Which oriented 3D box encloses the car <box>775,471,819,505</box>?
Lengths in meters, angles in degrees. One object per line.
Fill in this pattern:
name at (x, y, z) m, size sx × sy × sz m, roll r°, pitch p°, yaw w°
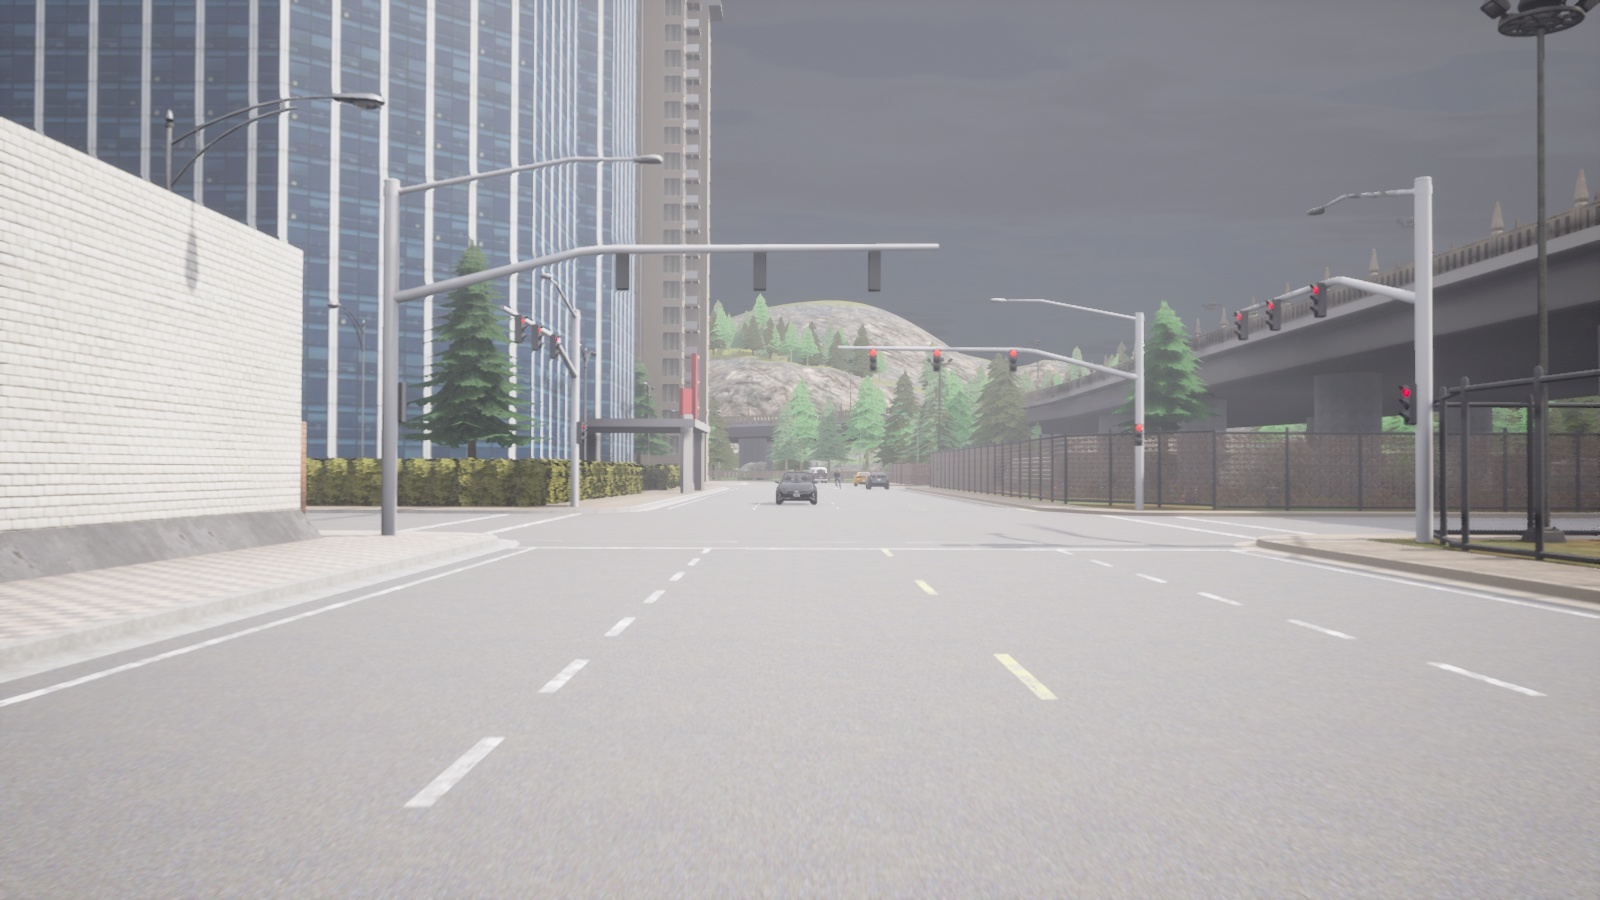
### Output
car at (-0.146, 1.759, 59.501) m, size 2.007 × 1.525 × 4.514 m, roll 0°, pitch -1°, yaw 0°
